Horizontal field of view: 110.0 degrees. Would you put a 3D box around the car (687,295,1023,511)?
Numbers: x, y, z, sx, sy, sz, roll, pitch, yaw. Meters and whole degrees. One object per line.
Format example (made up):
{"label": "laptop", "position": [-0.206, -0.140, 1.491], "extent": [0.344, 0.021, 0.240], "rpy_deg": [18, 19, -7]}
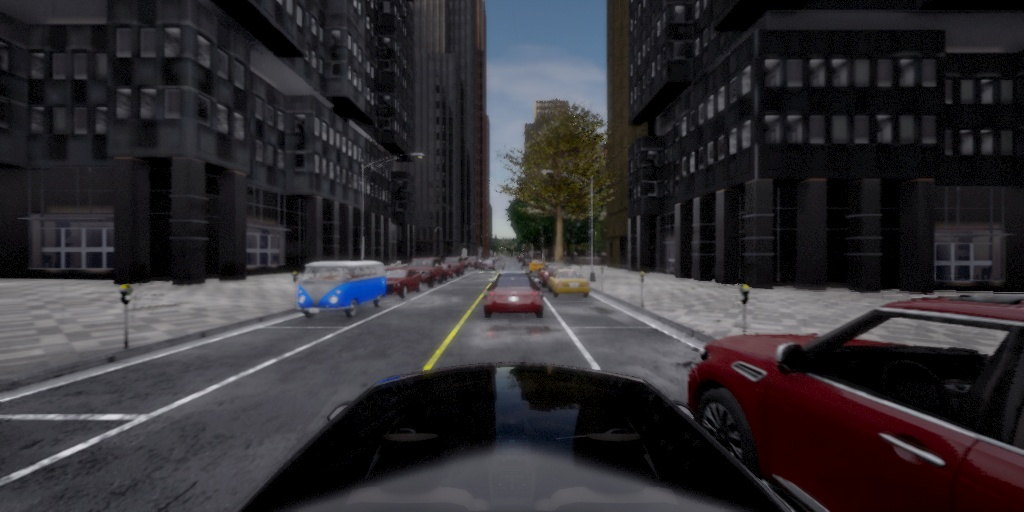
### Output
{"label": "car", "position": [2.763, 1.065, 1.529], "extent": [2.192, 1.841, 5.009], "rpy_deg": [0, 0, 0]}

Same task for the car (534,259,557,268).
{"label": "car", "position": [2.756, 1.129, 23.582], "extent": [1.967, 1.591, 4.097], "rpy_deg": [0, 0, 0]}

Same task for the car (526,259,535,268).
{"label": "car", "position": [2.989, 1.121, 40.902], "extent": [1.882, 1.535, 5.008], "rpy_deg": [0, 0, 0]}

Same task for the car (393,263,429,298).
{"label": "car", "position": [-5.767, 1.250, 18.062], "extent": [1.888, 1.381, 4.507], "rpy_deg": [0, 0, 0]}

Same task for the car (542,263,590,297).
{"label": "car", "position": [2.758, 1.230, 18.239], "extent": [1.751, 1.417, 4.829], "rpy_deg": [0, 0, 0]}

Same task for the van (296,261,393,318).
{"label": "van", "position": [-5.766, 1.061, 12.549], "extent": [1.690, 1.789, 3.998], "rpy_deg": [0, 0, 0]}

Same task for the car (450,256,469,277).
{"label": "car", "position": [-5.772, 0.974, 34.599], "extent": [2.192, 1.841, 5.009], "rpy_deg": [0, 0, 0]}

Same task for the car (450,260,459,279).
{"label": "car", "position": [-5.770, 1.220, 29.087], "extent": [1.888, 1.381, 4.507], "rpy_deg": [0, 0, 0]}

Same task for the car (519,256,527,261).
{"label": "car", "position": [2.745, 1.154, 62.173], "extent": [1.948, 1.339, 4.313], "rpy_deg": [0, 0, 0]}

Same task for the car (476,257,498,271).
{"label": "car", "position": [-3.106, 1.156, 45.845], "extent": [1.812, 1.442, 4.674], "rpy_deg": [0, 0, 0]}

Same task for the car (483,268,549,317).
{"label": "car", "position": [0.064, 1.281, 12.969], "extent": [1.994, 1.385, 4.181], "rpy_deg": [0, 0, 0]}

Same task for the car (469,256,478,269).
{"label": "car", "position": [-5.777, 0.931, 51.137], "extent": [2.192, 1.841, 5.009], "rpy_deg": [0, 0, 0]}

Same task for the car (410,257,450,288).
{"label": "car", "position": [-5.769, 1.004, 23.574], "extent": [2.192, 1.841, 5.009], "rpy_deg": [0, 0, 0]}

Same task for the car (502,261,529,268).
{"label": "car", "position": [0.055, 1.280, 27.407], "extent": [1.895, 1.301, 4.718], "rpy_deg": [0, 0, 0]}
